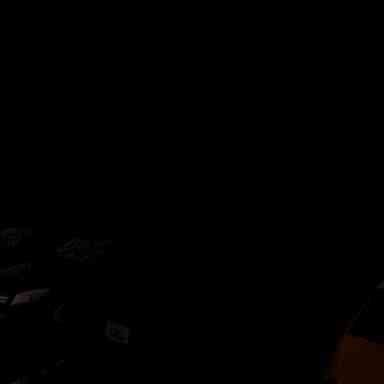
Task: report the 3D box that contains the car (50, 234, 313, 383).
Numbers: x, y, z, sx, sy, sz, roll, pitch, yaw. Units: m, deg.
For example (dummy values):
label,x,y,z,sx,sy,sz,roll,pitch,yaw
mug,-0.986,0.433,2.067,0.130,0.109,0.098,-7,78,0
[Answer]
label,x,y,z,sx,sy,sz,roll,pitch,yaw
car,0.573,1.520,5.384,2.163,1.488,4.792,0,0,35

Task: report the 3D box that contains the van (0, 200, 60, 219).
label,x,y,z,sx,sy,sz,roll,pitch,yaw
van,-6.335,1.261,10.112,1.878,1.987,4.442,0,1,35

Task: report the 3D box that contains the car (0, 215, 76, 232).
label,x,y,z,sx,sy,sz,roll,pitch,yaw
car,-4.083,1.529,8.667,2.002,1.452,4.674,0,0,35

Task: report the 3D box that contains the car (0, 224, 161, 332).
label,x,y,z,sx,sy,sz,roll,pitch,yaw
car,-1.814,1.533,7.052,2.002,1.452,4.674,0,0,35

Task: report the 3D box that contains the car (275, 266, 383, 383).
label,x,y,z,sx,sy,sz,roll,pitch,yaw
car,2.939,1.475,3.892,1.946,1.575,5.366,0,0,35
